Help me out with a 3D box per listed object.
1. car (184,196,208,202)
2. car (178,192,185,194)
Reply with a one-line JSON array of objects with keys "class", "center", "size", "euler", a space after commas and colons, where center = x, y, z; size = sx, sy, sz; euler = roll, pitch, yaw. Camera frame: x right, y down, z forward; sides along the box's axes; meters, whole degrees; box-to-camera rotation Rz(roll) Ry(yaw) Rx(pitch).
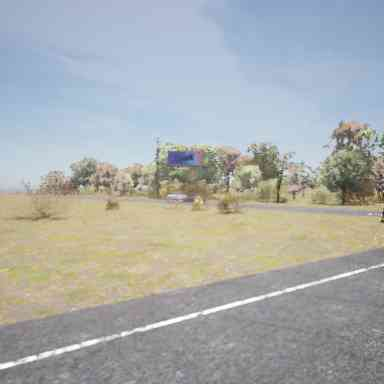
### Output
[{"class": "car", "center": [0.865, 1.413, 64.408], "size": [2.033, 1.411, 5.357], "euler": [0, 0, -33]}, {"class": "car", "center": [-3.148, 0.961, 70.343], "size": [2.150, 2.045, 5.566], "euler": [0, 0, -34]}]
